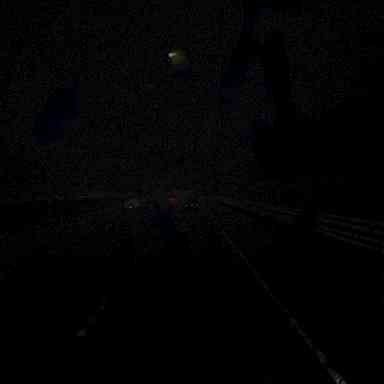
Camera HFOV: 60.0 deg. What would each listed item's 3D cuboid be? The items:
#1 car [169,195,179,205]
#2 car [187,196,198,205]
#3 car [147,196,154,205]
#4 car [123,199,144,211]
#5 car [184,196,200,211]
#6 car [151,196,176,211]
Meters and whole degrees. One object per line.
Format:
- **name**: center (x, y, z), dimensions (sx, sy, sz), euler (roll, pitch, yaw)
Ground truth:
- **car**: center (-3.416, 1.362, 59.518), dimensions (2.097, 1.767, 4.553), euler (0, 0, 0)
- **car**: center (0.083, 1.513, 59.378), dimensions (1.837, 1.490, 4.892), euler (0, 0, 0)
- **car**: center (-6.913, 1.500, 59.467), dimensions (2.128, 1.511, 4.902), euler (0, 0, 0)
- **car**: center (-6.979, 1.525, 40.155), dimensions (1.812, 1.442, 4.674), euler (0, 0, 0)
- **car**: center (0.015, 1.548, 39.794), dimensions (2.033, 1.411, 5.357), euler (0, 0, 0)
- **car**: center (-3.473, 1.565, 41.047), dimensions (1.994, 1.385, 4.181), euler (0, 0, 0)
